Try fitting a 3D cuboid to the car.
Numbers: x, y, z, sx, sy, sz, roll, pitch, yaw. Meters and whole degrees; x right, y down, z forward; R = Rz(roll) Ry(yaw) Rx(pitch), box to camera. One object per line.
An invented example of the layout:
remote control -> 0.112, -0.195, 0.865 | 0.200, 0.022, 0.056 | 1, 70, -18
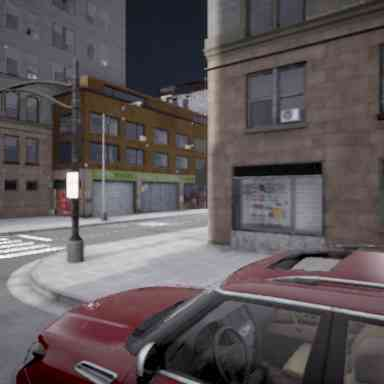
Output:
car -> 0.958, 1.315, 2.131 | 5.009, 1.841, 2.192 | 0, 0, 35
